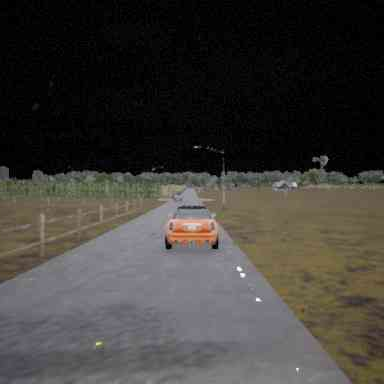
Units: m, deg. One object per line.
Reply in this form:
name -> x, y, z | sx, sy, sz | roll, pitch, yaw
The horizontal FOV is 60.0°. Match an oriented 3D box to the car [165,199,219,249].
car -> 0.000, 1.350, 14.618 | 2.097, 1.767, 4.553 | 0, 0, 0

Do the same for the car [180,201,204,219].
car -> 0.000, 1.569, 29.678 | 1.895, 1.301, 4.718 | 0, 0, 0

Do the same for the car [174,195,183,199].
car -> -2.750, 1.301, 68.645 | 1.837, 1.490, 4.892 | 0, 0, 0
